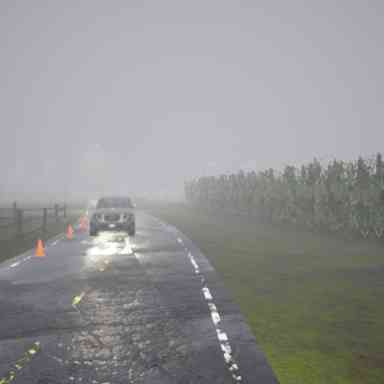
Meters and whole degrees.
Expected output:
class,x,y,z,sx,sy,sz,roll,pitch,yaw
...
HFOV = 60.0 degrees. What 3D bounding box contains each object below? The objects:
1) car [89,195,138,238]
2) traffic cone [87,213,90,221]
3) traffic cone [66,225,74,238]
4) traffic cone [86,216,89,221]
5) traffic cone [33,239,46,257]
class,x,y,z,sx,sy,sz,roll,pitch,yaw
car,-4.213,1.210,18.232,2.150,2.045,5.566,0,0,-10
traffic cone,-8.140,1.933,26.004,0.340,0.580,0.340,0,0,-15
traffic cone,-6.031,1.942,16.479,0.340,0.580,0.340,0,0,-10
traffic cone,-6.969,1.939,21.267,0.340,0.580,0.340,0,0,-12
traffic cone,-5.328,1.945,11.652,0.340,0.580,0.340,0,0,-7
